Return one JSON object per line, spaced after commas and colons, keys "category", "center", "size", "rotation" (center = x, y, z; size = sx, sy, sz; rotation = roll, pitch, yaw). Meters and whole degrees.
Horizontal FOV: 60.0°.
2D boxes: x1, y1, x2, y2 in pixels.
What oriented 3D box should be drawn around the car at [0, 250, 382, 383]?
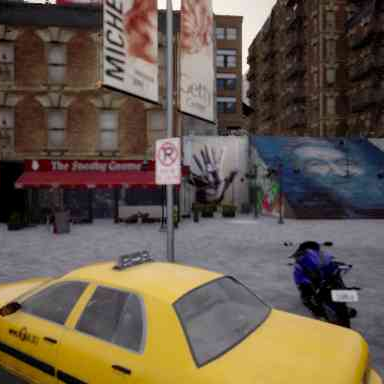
{"category": "car", "center": [-0.891, 1.469, 3.887], "size": [5.366, 1.575, 1.801], "rotation": [0, 0, 34]}
